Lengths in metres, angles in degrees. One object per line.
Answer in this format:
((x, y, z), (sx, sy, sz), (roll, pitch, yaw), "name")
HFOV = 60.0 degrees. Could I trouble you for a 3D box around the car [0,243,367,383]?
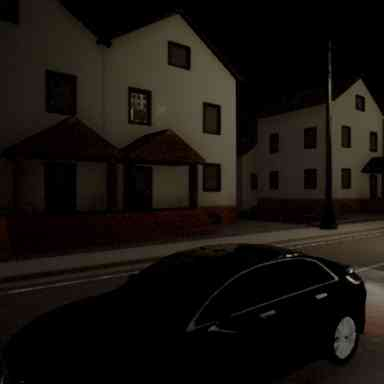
((0.337, 1.497, 4.235), (4.892, 1.490, 1.837), (0, 0, -36), "car")
